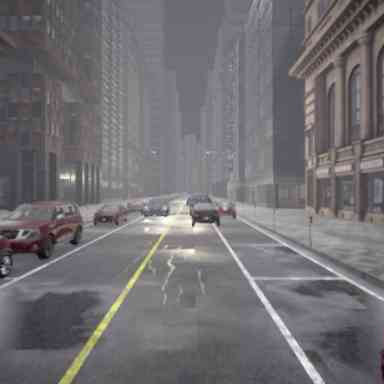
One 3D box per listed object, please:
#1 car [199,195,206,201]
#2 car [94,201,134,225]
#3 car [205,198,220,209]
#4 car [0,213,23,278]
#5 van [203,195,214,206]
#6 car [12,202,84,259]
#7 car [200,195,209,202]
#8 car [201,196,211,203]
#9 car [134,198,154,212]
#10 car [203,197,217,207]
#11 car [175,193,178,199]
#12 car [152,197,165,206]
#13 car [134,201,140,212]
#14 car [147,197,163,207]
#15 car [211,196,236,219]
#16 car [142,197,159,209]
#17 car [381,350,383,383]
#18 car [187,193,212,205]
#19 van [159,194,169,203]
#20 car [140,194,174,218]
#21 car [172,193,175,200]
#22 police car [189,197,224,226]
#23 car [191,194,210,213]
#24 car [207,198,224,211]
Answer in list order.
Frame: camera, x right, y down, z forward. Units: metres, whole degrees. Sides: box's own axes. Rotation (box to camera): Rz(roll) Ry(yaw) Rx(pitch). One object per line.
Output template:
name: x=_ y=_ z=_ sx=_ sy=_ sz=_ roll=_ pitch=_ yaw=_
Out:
car: x=2.791 y=1.599 z=91.222 sx=1.887 sy=1.381 sz=4.507 roll=0 pitch=0 yaw=0
car: x=-5.753 y=1.556 z=23.992 sx=1.887 sy=1.381 sz=4.507 roll=0 pitch=0 yaw=0
car: x=2.778 y=1.570 z=46.405 sx=1.887 sy=1.381 sz=4.507 roll=0 pitch=0 yaw=0
car: x=-5.757 y=1.443 z=7.187 sx=1.967 sy=1.590 sz=4.097 roll=0 pitch=0 yaw=0
van: x=2.782 y=1.373 z=57.609 sx=1.690 sy=1.788 sz=3.998 roll=0 pitch=0 yaw=0
car: x=-5.755 y=1.321 z=12.788 sx=2.192 sy=1.841 sz=5.009 roll=0 pitch=0 yaw=0
car: x=2.787 y=1.483 z=74.416 sx=1.967 sy=1.590 sz=4.097 roll=0 pitch=0 yaw=0
car: x=2.785 y=1.584 z=68.814 sx=1.887 sy=1.381 sz=4.507 roll=0 pitch=0 yaw=0
car: x=-5.748 y=1.547 z=40.627 sx=1.752 sy=1.417 sz=4.829 roll=0 pitch=0 yaw=0
car: x=2.780 y=1.573 z=52.007 sx=1.887 sy=1.381 sz=4.507 roll=0 pitch=0 yaw=0
car: x=-5.734 y=1.494 z=91.213 sx=1.967 sy=1.590 sz=4.097 roll=0 pitch=0 yaw=0
car: x=-5.744 y=1.577 z=57.603 sx=1.887 sy=1.381 sz=4.507 roll=0 pitch=0 yaw=0
car: x=-5.750 y=1.600 z=35.195 sx=1.802 sy=1.307 sz=4.206 roll=0 pitch=0 yaw=0
car: x=-5.745 y=1.573 z=52.001 sx=1.887 sy=1.381 sz=4.507 roll=0 pitch=0 yaw=0
car: x=2.774 y=1.455 z=29.598 sx=1.967 sy=1.590 sz=4.097 roll=0 pitch=0 yaw=0
car: x=-5.746 y=1.465 z=46.399 sx=1.967 sy=1.590 sz=4.097 roll=0 pitch=0 yaw=0
car: x=2.766 y=1.546 z=1.588 sx=1.887 sy=1.381 sz=4.507 roll=0 pitch=0 yaw=0
car: x=0.830 y=1.241 z=33.302 sx=2.150 sy=2.045 sz=5.566 roll=0 pitch=0 yaw=-1
van: x=-5.740 y=1.380 z=68.807 sx=1.690 sy=1.788 sz=3.998 roll=0 pitch=0 yaw=0
car: x=-3.089 y=1.367 z=30.098 sx=2.097 sy=1.767 sz=4.553 roll=0 pitch=0 yaw=0
car: x=-5.737 y=1.486 z=80.010 sx=1.967 sy=1.590 sz=4.097 roll=0 pitch=0 yaw=0
police car: x=0.906 y=1.437 z=23.389 sx=1.930 sy=1.638 sz=5.238 roll=0 pitch=0 yaw=0
car: x=0.911 y=1.246 z=39.311 sx=2.150 sy=2.045 sz=5.566 roll=0 pitch=0 yaw=0
car: x=2.777 y=1.547 z=40.973 sx=1.752 sy=1.417 sz=4.829 roll=0 pitch=0 yaw=0
